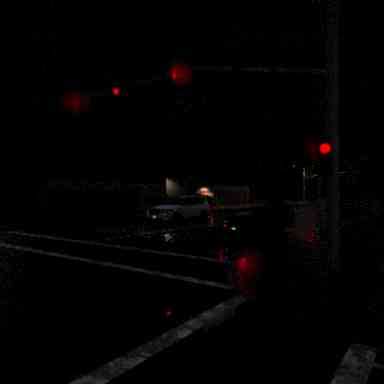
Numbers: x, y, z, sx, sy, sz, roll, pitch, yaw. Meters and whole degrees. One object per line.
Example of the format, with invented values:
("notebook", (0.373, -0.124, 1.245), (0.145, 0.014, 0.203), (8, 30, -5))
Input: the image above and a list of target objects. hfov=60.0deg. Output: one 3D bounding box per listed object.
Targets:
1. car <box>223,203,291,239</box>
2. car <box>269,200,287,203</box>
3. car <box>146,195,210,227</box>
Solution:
("car", (3.386, 1.549, 17.741), (1.812, 1.442, 4.674), (0, 0, 37))
("car", (10.053, 1.609, 39.091), (1.994, 1.385, 4.181), (0, 0, 36))
("car", (-0.854, 1.266, 23.905), (2.150, 2.045, 5.566), (0, 0, 36))
